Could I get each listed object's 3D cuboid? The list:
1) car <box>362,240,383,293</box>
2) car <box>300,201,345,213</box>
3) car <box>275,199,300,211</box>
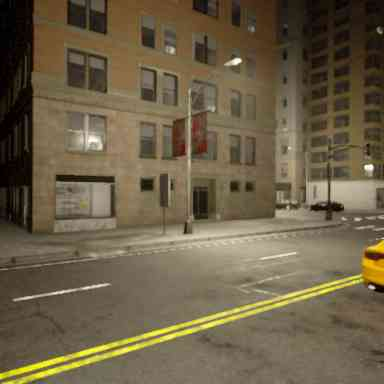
[{"bbox_3d":[5.898,1.485,7.646,5.008,1.535,1.882,0,0,-36],"label":"car"},{"bbox_3d":[14.900,1.621,37.411,1.947,1.339,4.313,0,0,-35],"label":"car"},{"bbox_3d":[11.632,1.607,42.035,2.008,1.369,4.403,0,0,-35],"label":"car"}]
